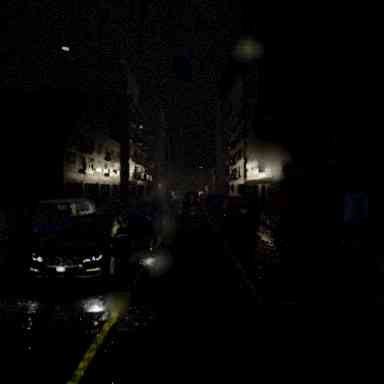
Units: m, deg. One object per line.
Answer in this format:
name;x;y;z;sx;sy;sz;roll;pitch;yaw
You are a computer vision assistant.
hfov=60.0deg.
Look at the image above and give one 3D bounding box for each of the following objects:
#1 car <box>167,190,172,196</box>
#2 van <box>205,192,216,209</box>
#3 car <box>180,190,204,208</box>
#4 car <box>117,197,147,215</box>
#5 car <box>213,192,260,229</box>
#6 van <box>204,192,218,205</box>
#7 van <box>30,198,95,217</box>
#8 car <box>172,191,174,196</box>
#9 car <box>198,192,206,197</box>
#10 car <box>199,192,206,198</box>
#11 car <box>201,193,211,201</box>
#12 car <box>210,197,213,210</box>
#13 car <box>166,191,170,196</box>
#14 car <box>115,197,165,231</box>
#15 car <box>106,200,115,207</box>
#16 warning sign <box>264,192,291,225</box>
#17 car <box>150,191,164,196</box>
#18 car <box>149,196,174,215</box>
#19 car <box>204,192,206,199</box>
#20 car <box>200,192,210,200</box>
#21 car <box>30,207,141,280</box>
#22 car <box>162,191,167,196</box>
car;-5.436;0.642;63.036;2.192;1.841;5.009;0;1;0
van;2.668;0.982;36.014;1.690;1.788;3.998;0;1;0
car;0.029;0.944;39.700;2.097;1.767;4.553;0;1;0
car;-5.422;1.210;30.603;1.887;1.381;4.507;0;1;0
car;2.694;1.124;19.796;2.192;1.841;5.009;0;1;0
van;2.651;0.869;46.826;1.690;1.788;3.998;0;1;0
van;-5.414;1.175;14.383;1.690;1.788;3.998;0;1;0
car;-5.441;0.796;73.851;1.802;1.307;4.206;0;1;0
car;2.580;0.627;90.075;2.008;1.369;4.403;0;1;0
car;2.588;0.656;84.839;1.752;1.417;4.829;0;1;0
car;2.623;0.881;63.216;1.752;1.417;4.829;0;1;0
car;2.685;1.304;25.204;2.008;1.369;4.403;0;1;0
car;-5.434;0.949;57.633;1.947;1.339;4.313;0;1;0
car;-2.860;1.270;19.390;1.882;1.535;5.008;0;0;0
car;-5.420;1.288;25.197;1.947;1.339;4.313;0;1;0
warning sign;4.934;0.938;19.339;1.300;1.860;1.060;0;1;0
car;-5.429;1.023;46.651;1.752;1.417;4.829;0;1;0
car;-2.853;1.285;29.761;1.895;1.301;4.718;0;1;0
car;2.659;0.899;41.420;2.192;1.841;5.009;0;1;0
car;2.615;0.742;68.450;1.967;1.590;4.097;0;1;0
car;-2.855;1.398;9.650;1.837;1.490;4.892;0;1;0
car;-5.432;0.991;52.227;2.008;1.369;4.403;0;1;0
